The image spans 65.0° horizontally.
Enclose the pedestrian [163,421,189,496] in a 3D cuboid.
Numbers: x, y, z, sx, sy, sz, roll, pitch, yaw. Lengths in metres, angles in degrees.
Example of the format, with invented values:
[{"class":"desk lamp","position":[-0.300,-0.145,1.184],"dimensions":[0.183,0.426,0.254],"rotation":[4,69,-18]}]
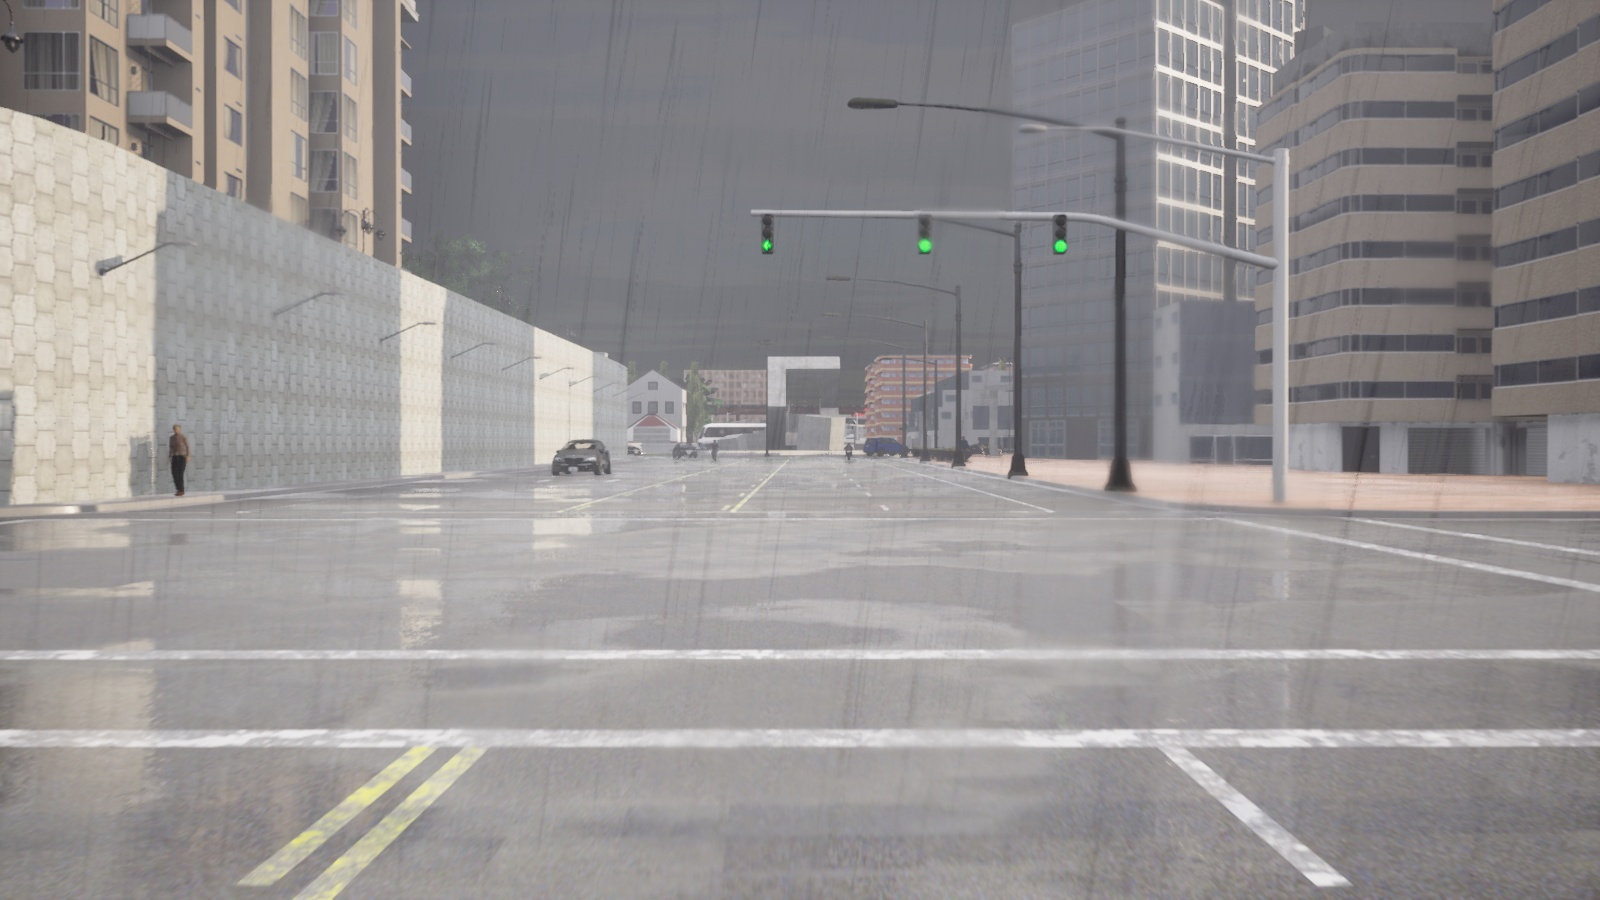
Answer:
[{"class":"pedestrian","position":[-15.615,0.212,31.446],"dimensions":[0.331,1.846,0.634],"rotation":[0,0,1]}]

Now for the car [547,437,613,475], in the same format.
[{"class":"car","position":[-10.153,0.253,58.404],"dimensions":[2.242,1.667,4.611],"rotation":[0,0,0]}]
